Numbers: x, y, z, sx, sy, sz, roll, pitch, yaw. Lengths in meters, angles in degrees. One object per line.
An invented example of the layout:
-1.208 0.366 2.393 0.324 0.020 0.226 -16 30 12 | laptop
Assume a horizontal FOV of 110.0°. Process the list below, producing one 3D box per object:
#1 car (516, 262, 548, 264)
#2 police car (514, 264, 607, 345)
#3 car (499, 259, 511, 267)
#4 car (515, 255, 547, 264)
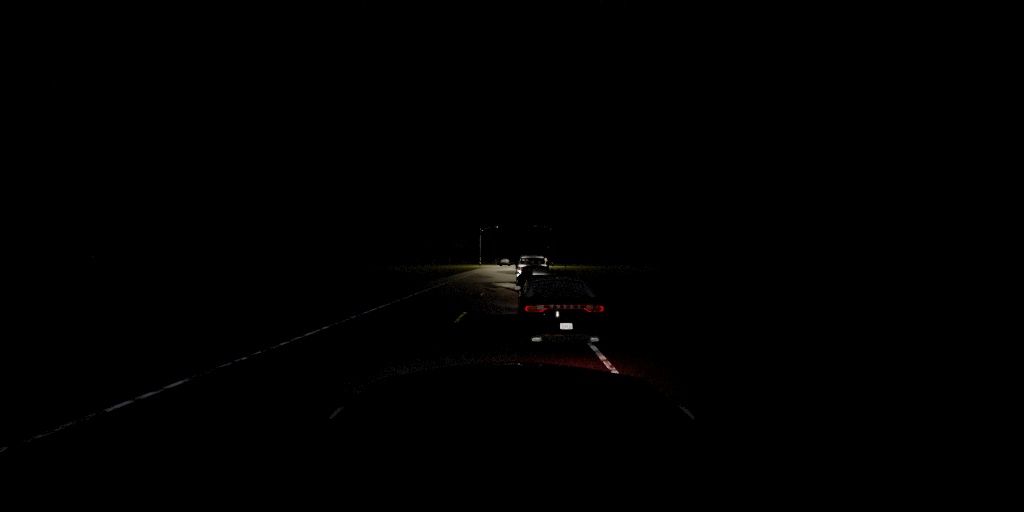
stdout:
1.247 1.253 19.502 1.837 1.490 4.892 0 0 1 | car
1.095 1.175 9.642 1.930 1.638 5.238 0 0 1 | police car
-1.248 1.250 65.240 2.033 1.411 5.357 0 0 4 | car
1.391 0.968 25.512 2.150 2.045 5.566 0 0 2 | car
